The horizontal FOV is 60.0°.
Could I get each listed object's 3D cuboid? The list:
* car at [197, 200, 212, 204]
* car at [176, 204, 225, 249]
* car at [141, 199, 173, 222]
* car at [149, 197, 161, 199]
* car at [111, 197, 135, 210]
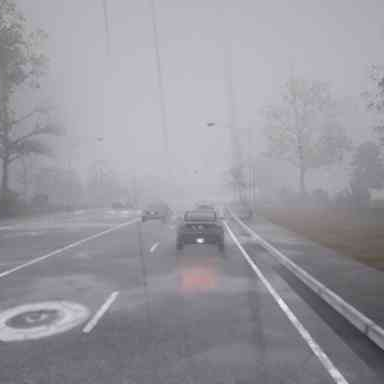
[{"bbox_3d":[1.227,1.525,31.834,1.812,1.442,4.674,0,0,4],"label":"car"},{"bbox_3d":[0.377,1.505,14.484,1.837,1.490,4.892,0,0,2],"label":"car"},{"bbox_3d":[-2.650,1.544,25.918,2.033,1.411,5.357,0,0,3],"label":"car"},{"bbox_3d":[-4.971,1.486,44.270,2.128,1.511,4.902,0,0,6],"label":"car"},{"bbox_3d":[-8.683,1.469,42.184,1.882,1.535,5.008,0,0,5],"label":"car"}]
